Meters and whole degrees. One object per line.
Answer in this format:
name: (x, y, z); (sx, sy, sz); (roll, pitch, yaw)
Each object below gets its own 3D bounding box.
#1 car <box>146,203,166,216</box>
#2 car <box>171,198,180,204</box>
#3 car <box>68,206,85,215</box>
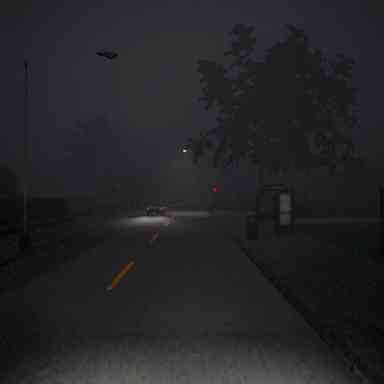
car: (-3.999, 1.953, 37.631); (1.895, 1.301, 4.718); (0, -1, 0)
car: (-3.994, 2.277, 80.865); (1.812, 1.442, 4.674); (0, -1, 0)
car: (-12.882, 1.646, 30.970); (5.357, 1.415, 2.033); (0, -1, 3)
